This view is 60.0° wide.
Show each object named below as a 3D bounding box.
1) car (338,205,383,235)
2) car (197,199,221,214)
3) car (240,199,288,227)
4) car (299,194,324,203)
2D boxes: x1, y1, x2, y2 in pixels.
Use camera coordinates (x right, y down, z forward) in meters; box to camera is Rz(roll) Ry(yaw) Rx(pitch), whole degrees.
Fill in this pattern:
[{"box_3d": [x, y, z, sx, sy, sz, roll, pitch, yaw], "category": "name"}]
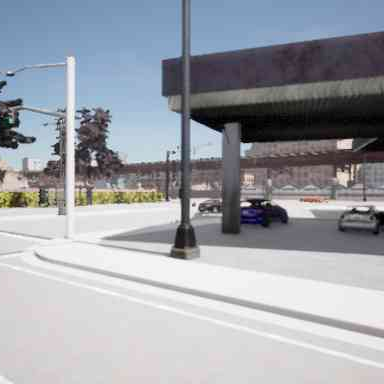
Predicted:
[{"box_3d": [9.520, 1.445, 18.504, 1.970, 1.475, 3.806, 0, 0, 37], "category": "car"}, {"box_3d": [2.382, 1.513, 34.884, 1.812, 1.442, 4.674, 0, -1, 36], "category": "car"}, {"box_3d": [4.447, 1.263, 21.304, 2.242, 1.667, 4.611, 0, 0, 37], "category": "car"}, {"box_3d": [24.268, 1.274, 67.775, 4.553, 1.767, 2.097, 0, 0, 37], "category": "car"}]
